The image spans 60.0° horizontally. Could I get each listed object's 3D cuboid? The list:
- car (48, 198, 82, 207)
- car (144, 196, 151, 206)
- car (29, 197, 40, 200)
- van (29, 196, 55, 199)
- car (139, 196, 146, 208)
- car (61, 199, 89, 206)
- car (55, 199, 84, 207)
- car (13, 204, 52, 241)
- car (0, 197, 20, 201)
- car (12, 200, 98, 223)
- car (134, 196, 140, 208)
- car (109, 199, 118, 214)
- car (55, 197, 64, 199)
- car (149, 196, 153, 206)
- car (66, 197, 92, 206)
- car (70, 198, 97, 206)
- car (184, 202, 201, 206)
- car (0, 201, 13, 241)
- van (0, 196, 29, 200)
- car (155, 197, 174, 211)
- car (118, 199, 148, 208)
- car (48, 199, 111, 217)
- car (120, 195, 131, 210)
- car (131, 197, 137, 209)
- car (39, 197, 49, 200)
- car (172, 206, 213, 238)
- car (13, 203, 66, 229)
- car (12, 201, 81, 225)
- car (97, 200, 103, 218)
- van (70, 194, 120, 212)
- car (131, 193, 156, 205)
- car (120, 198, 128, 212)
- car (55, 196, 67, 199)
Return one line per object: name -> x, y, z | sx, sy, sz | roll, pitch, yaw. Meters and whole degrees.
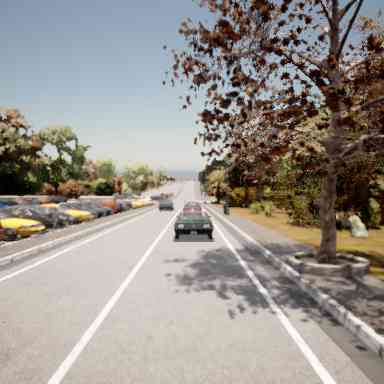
car -> -23.173, 1.971, 60.773 | 5.366, 1.575, 1.946 | 0, -1, 0
car -> -10.096, 1.886, 55.196 | 5.366, 1.575, 1.946 | 0, -1, 0
car -> -23.396, 1.765, 44.162 | 4.792, 1.488, 2.163 | 0, -1, 0
van -> -23.481, 1.577, 49.575 | 4.442, 1.987, 1.878 | 0, -1, 0
car -> -10.099, 1.800, 49.523 | 5.366, 1.575, 1.946 | 0, -1, 0
car -> -23.326, 2.089, 66.313 | 4.792, 1.488, 2.163 | 0, -1, 0
car -> -23.354, 2.057, 63.543 | 4.674, 1.452, 2.002 | 0, -1, 0
car -> -10.117, 1.536, 16.342 | 5.366, 1.575, 1.946 | 0, 0, 0
car -> -23.376, 1.689, 38.624 | 5.008, 1.535, 2.097 | 0, 0, 0
car -> -10.113, 1.593, 24.670 | 5.366, 1.575, 1.946 | 0, 0, 0
car -> -10.471, 1.765, 46.871 | 5.366, 1.575, 1.946 | 0, -1, 0
car -> -10.265, 1.682, 32.998 | 4.792, 1.488, 2.163 | 0, 0, 0
car -> -23.334, 1.875, 52.465 | 4.792, 1.488, 2.163 | 0, -1, 0
car -> -10.464, 1.972, 60.748 | 5.366, 1.575, 1.946 | 0, -1, 0
car -> -23.385, 1.975, 68.960 | 4.553, 1.767, 2.185 | 0, -1, 0
car -> -23.347, 2.143, 71.729 | 5.008, 1.535, 2.097 | 0, -1, 0
car -> 0.047, 1.743, 35.415 | 1.994, 1.385, 4.181 | 0, 0, 0
car -> -10.273, 1.394, 13.566 | 4.553, 1.767, 2.185 | 0, 0, 0
van -> -23.260, 1.485, 41.412 | 4.442, 1.987, 1.878 | 0, -1, 0
car -> -3.417, 1.737, 44.536 | 1.882, 1.535, 5.008 | 0, -1, 0
car -> -10.286, 1.933, 57.971 | 4.892, 1.521, 2.231 | 0, -1, 0
car -> -10.266, 1.663, 30.222 | 4.792, 1.488, 2.163 | 0, 0, 0
car -> -10.320, 1.586, 41.325 | 4.553, 1.767, 2.185 | 0, -1, 0
car -> -10.282, 1.738, 44.104 | 4.892, 1.521, 2.231 | 0, -1, 0
car -> -23.395, 1.795, 46.801 | 4.792, 1.488, 2.163 | 0, -1, 0
car -> 0.080, 1.648, 17.825 | 1.895, 1.301, 4.718 | 0, 0, 0
car -> -10.295, 1.559, 19.118 | 4.892, 1.521, 2.231 | 0, 0, 0
car -> -10.306, 1.578, 21.894 | 4.892, 1.521, 2.231 | 0, 0, 0
car -> -10.268, 1.644, 27.446 | 4.792, 1.488, 2.163 | 0, 0, 0
van -> -10.409, 1.445, 35.776 | 4.442, 1.987, 1.878 | 0, 0, 0
car -> -10.305, 1.766, 63.528 | 5.566, 2.045, 2.435 | 0, -1, 0
car -> -10.320, 1.720, 38.551 | 4.792, 1.488, 2.163 | 0, 0, 0
car -> -23.390, 1.637, 55.239 | 5.566, 2.045, 2.435 | 0, -1, 0
